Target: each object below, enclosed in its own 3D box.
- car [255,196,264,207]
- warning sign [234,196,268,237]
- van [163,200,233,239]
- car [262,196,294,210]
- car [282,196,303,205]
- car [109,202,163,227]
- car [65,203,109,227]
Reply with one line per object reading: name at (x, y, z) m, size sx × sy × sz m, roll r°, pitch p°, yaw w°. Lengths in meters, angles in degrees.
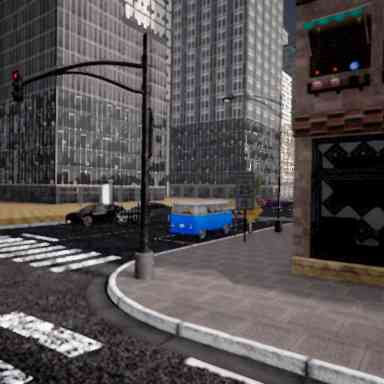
car at (9.833, 1.260, 44.588) m, size 1.967 × 1.590 × 4.097 m, roll 1°, pitch 1°, yaw 35°
warning sign at (2.882, 1.164, 16.300) m, size 1.300 × 1.860 × 1.060 m, roll 1°, pitch 1°, yaw 35°
van at (0.601, 1.350, 17.197) m, size 1.690 × 1.788 × 3.998 m, roll 1°, pitch 1°, yaw 35°
car at (10.900, 1.468, 41.578) m, size 1.895 × 1.301 × 4.718 m, roll 1°, pitch 1°, yaw 36°
car at (16.158, 1.330, 53.461) m, size 1.752 × 1.417 × 4.829 m, roll 1°, pitch 1°, yaw 35°
car at (-2.950, 1.433, 22.196) m, size 1.812 × 1.442 × 4.674 m, roll 1°, pitch 1°, yaw 35°
car at (-6.225, 1.433, 22.065) m, size 1.947 × 1.339 × 4.313 m, roll 1°, pitch 1°, yaw 35°
